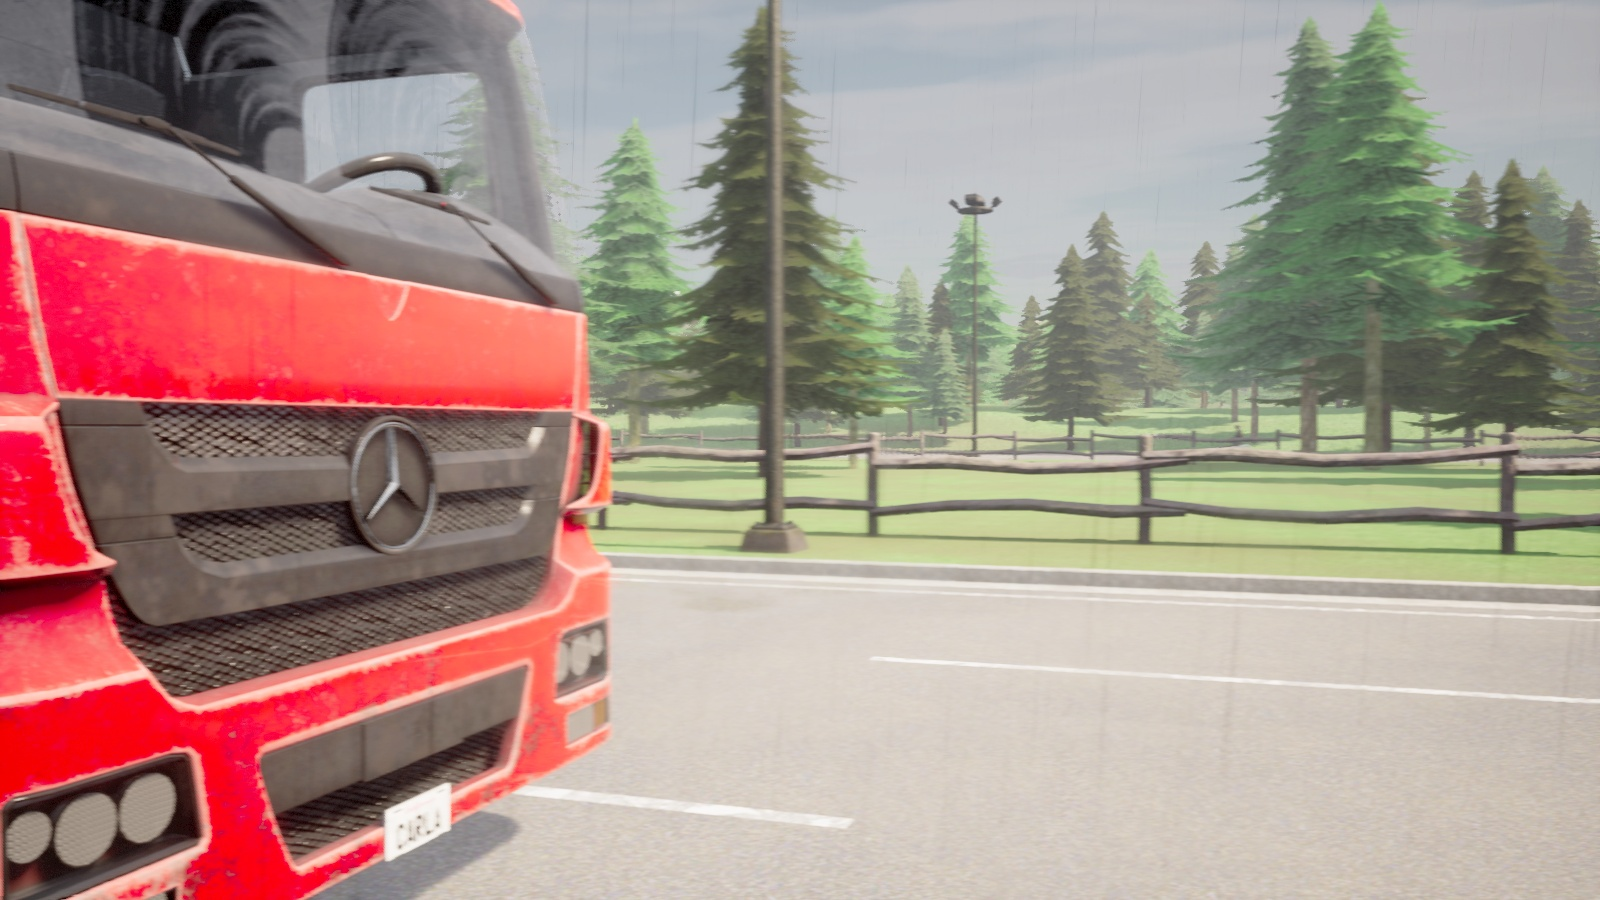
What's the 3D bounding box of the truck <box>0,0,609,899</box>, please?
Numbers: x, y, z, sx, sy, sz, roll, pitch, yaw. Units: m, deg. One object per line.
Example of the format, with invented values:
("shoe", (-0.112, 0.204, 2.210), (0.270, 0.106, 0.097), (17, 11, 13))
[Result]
("truck", (-4.980, -0.274, 4.854), (7.936, 3.462, 2.891), (1, 1, 19))
